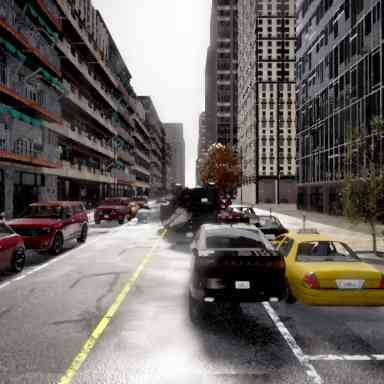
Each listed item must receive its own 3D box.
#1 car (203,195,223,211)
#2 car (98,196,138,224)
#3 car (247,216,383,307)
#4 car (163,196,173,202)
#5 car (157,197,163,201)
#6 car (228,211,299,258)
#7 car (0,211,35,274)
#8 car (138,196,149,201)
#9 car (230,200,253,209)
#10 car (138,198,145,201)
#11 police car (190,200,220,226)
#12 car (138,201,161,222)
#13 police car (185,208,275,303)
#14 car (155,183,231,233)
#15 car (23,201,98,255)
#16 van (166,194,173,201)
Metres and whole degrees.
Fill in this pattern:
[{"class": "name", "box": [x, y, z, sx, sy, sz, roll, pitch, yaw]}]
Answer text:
[{"class": "car", "box": [2.601, 1.360, 41.771, 2.192, 1.841, 5.009, 0, 0, 0]}, {"class": "car", "box": [-5.739, 1.331, 24.762, 2.192, 1.841, 5.009, 0, 0, 0]}, {"class": "car", "box": [2.677, 1.528, 7.961, 1.752, 1.417, 4.829, 0, 0, 0]}, {"class": "car", "box": [-5.870, 1.739, 81.394, 1.947, 1.339, 4.313, 0, 0, 0]}, {"class": "car", "box": [-5.831, 1.678, 64.405, 1.947, 1.339, 4.313, 0, 0, 0]}, {"class": "car", "box": [2.664, 1.573, 13.455, 1.947, 1.339, 4.313, 0, 0, 0]}, {"class": "car", "box": [-5.702, 1.443, 7.772, 1.967, 1.590, 4.097, 0, 0, 0]}, {"class": "car", "box": [-5.766, 1.348, 36.090, 2.192, 1.841, 5.009, 0, 0, 0]}, {"class": "car", "box": [2.652, 1.451, 19.118, 1.967, 1.590, 4.097, 0, 0, 0]}, {"class": "car", "box": [-5.753, 1.549, 30.256, 1.752, 1.417, 4.829, 0, 0, 0]}, {"class": "police car", "box": [0.845, 1.441, 24.426, 1.930, 1.638, 5.238, 0, 0, 0]}, {"class": "car", "box": [-3.162, 1.619, 26.455, 1.895, 1.301, 4.718, 0, 0, 0]}, {"class": "police car", "box": [0.881, 1.429, 8.426, 1.930, 1.638, 5.238, 0, 0, 0]}, {"class": "car", "box": [-0.192, 1.208, 18.369, 2.150, 2.045, 5.566, -2, -19, -19]}, {"class": "car", "box": [-5.714, 1.322, 13.436, 2.192, 1.841, 5.009, 0, 0, 0]}, {"class": "van", "box": [-5.882, 1.540, 87.060, 1.690, 1.788, 3.998, 0, 0, 0]}]
